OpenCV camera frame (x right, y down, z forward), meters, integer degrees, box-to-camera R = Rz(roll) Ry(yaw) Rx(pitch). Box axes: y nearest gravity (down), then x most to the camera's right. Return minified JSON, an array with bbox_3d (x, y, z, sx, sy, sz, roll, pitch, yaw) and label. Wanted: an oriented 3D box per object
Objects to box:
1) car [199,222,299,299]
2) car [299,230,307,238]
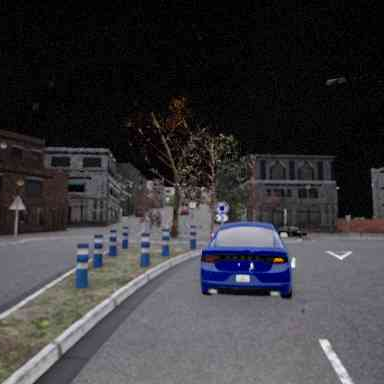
[{"bbox_3d":[1.444,1.506,8.591,1.882,1.535,5.008,-1,-2,12],"label":"car"},{"bbox_3d":[10.549,4.561,37.748,1.895,1.301,4.718,5,-8,-35],"label":"car"}]
